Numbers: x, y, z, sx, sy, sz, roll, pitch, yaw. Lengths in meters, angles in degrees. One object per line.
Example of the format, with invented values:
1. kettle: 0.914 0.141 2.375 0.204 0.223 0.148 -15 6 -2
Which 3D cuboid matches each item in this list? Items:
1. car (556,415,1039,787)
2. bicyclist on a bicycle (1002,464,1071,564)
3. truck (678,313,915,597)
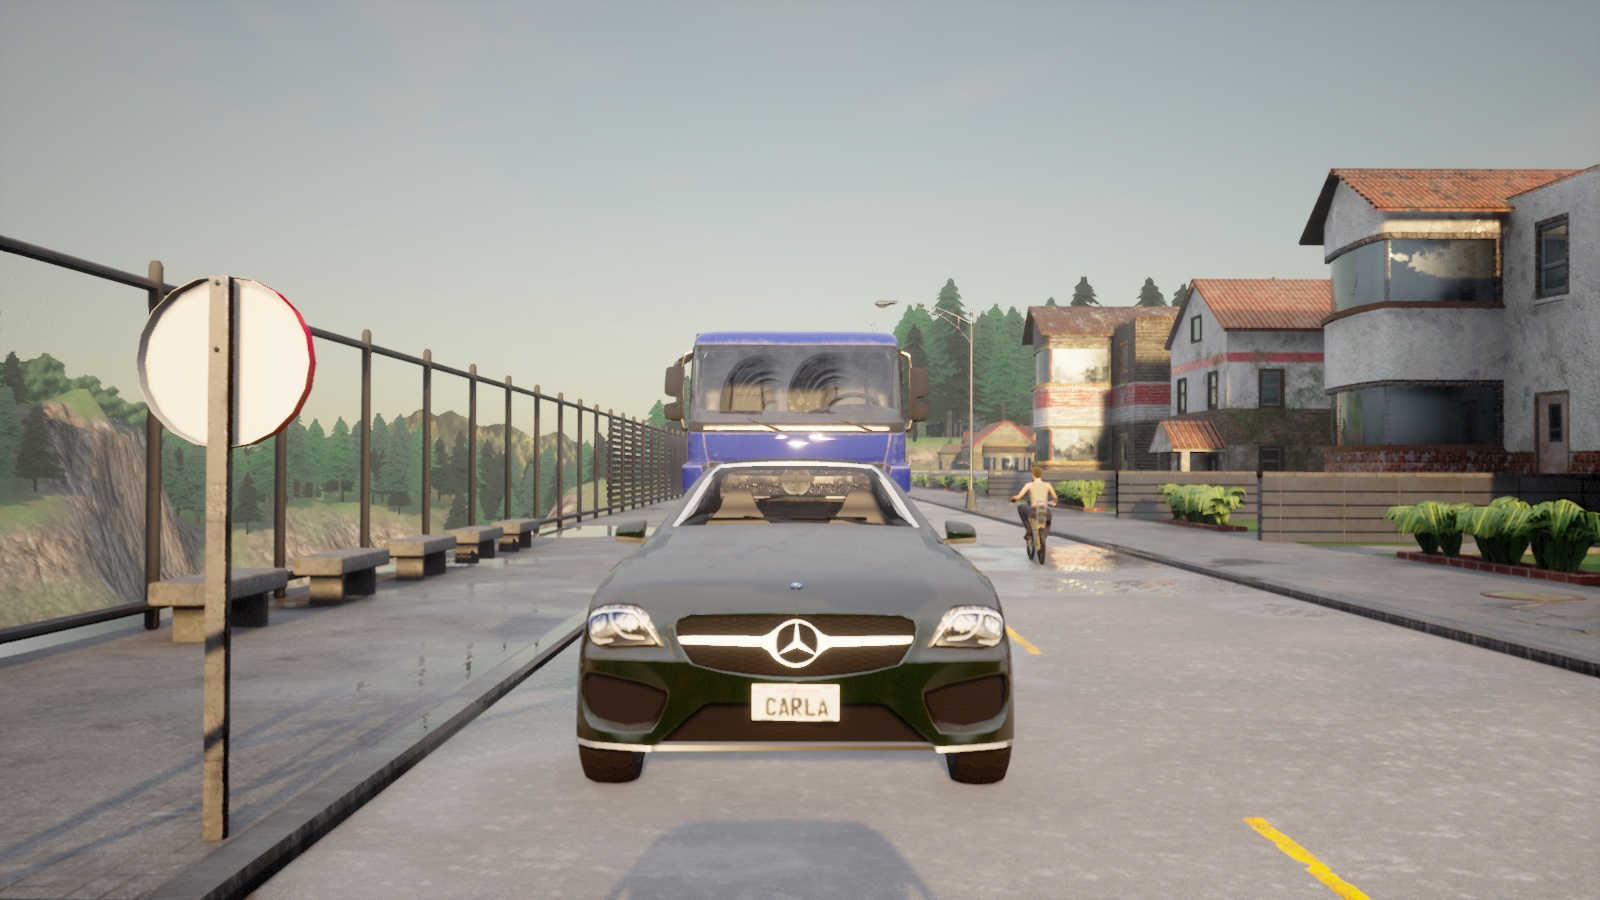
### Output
1. car: -0.022 0.710 8.120 2.152 1.651 5.027 0 -1 0
2. bicyclist on a bicycle: 3.942 1.042 21.030 0.866 1.612 1.509 0 -1 0
3. truck: -0.053 0.115 19.342 2.891 3.462 7.936 0 -1 0
